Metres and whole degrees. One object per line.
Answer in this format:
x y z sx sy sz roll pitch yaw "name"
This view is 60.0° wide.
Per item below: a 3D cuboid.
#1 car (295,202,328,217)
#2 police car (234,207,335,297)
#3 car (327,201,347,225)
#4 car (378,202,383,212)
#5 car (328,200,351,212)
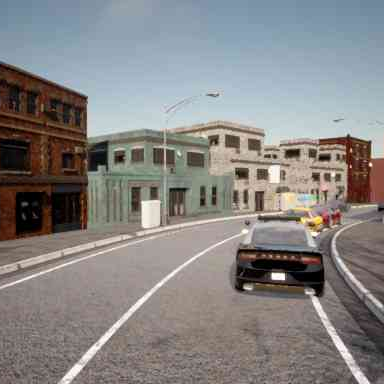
5.796 1.471 17.656 1.801 1.575 5.366 1 0 28 "car"
2.323 1.428 8.912 1.930 1.638 5.238 0 0 15 "police car"
8.690 1.558 22.248 1.812 1.442 4.674 1 0 36 "car"
24.048 1.684 40.147 4.181 1.385 1.994 0 1 -44 "car"
15.905 1.580 36.995 2.033 1.411 5.357 1 1 45 "car"
